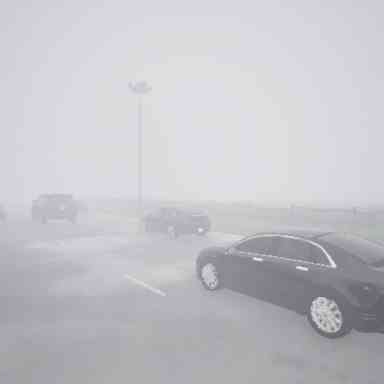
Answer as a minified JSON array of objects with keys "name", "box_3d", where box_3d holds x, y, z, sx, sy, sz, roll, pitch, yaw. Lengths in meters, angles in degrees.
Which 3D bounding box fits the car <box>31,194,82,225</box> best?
[{"name":"car","box_3d":[-9.915,1.145,23.706,2.150,2.045,5.566,0,0,-35]}]

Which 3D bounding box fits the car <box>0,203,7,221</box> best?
[{"name":"car","box_3d":[-15.403,1.444,25.432,1.812,1.442,4.674,0,0,-35]}]

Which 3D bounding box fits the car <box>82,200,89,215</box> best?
[{"name":"car","box_3d":[-11.422,1.401,31.960,1.837,1.490,4.892,0,0,-35]}]

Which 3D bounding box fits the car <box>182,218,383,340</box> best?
[{"name":"car","box_3d":[1.984,1.482,6.719,1.837,1.490,4.892,0,0,-35]}]

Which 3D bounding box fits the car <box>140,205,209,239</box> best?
[{"name":"car","box_3d":[-1.001,1.450,17.083,1.837,1.490,4.892,0,0,-35]}]
